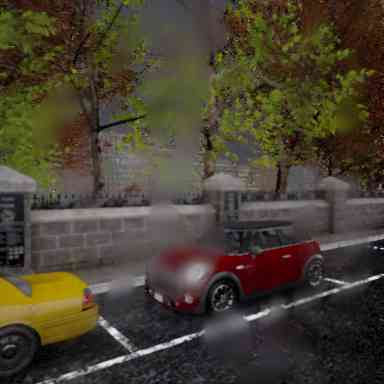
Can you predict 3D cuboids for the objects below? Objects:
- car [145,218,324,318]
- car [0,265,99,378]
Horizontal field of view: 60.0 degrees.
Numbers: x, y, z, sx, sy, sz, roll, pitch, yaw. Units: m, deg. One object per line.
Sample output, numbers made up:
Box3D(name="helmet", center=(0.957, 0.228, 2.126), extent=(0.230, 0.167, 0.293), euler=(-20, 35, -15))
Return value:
Box3D(name="car", center=(1.012, 1.391, 7.277), extent=(4.097, 1.590, 1.967), euler=(-1, 1, -35))
Box3D(name="car", center=(-3.636, 1.532, 3.963), extent=(4.829, 1.417, 1.752), euler=(-1, 1, -35))
